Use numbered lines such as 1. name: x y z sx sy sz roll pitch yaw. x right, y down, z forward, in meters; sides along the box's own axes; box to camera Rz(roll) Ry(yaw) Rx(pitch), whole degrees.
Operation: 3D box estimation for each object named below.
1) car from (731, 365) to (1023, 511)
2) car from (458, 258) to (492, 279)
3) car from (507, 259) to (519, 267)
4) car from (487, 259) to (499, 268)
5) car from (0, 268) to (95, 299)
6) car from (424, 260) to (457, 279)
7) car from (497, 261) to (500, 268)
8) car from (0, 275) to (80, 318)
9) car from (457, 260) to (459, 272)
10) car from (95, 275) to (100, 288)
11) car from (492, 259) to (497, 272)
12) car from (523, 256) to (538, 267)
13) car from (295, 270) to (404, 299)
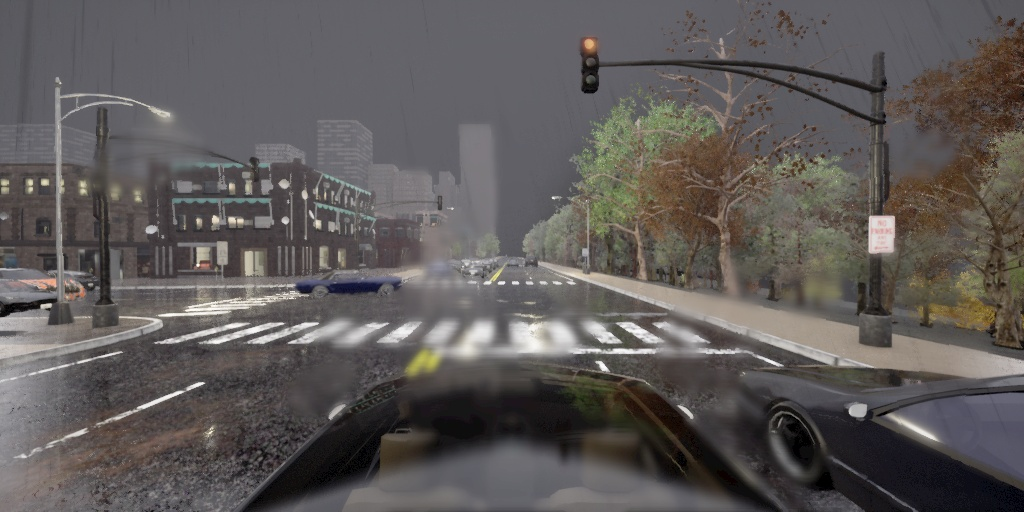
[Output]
1. car: 3.350 1.297 1.504 2.033 1.411 5.357 0 0 0
2. car: -3.305 1.230 32.968 2.128 1.511 4.902 0 0 0
3. car: 0.182 1.287 64.552 1.994 1.385 4.181 0 0 0
4. car: -3.240 1.250 61.777 1.812 1.442 4.674 0 0 1
5. car: -22.697 1.355 16.392 4.553 1.767 2.097 -1 1 0
6. car: -6.557 1.264 32.981 1.812 1.442 4.674 0 0 0
7. car: -3.278 1.221 51.776 2.128 1.511 4.902 0 0 0
8. car: -19.932 1.564 13.681 4.313 1.339 1.948 0 0 0
9. car: -6.543 1.239 42.241 1.837 1.490 4.892 0 0 0
10. car: -28.255 1.558 22.204 4.403 1.370 2.007 0 0 0
11. car: -3.292 1.226 42.373 2.128 1.511 4.902 0 0 0
12. car: 3.428 0.945 64.251 2.150 2.045 5.566 0 0 0
13. car: -7.772 1.352 17.658 4.718 1.301 1.895 0 0 -17
